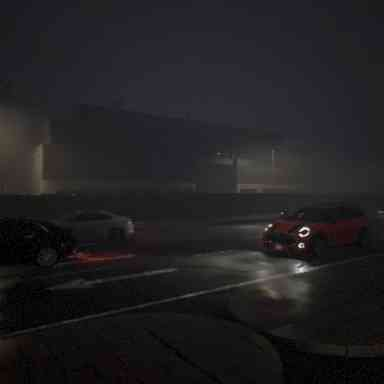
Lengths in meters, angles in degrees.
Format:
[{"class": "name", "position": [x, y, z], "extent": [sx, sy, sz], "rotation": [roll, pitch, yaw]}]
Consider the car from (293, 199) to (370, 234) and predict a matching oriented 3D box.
[{"class": "car", "position": [8.243, 1.335, 19.540], "extent": [4.553, 1.767, 2.097], "rotation": [0, 0, -35]}]

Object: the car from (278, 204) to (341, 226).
[{"class": "car", "position": [8.495, 1.578, 23.982], "extent": [4.718, 1.301, 1.895], "rotation": [0, 0, -35]}]

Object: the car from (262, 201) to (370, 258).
[{"class": "car", "position": [4.854, 1.339, 12.894], "extent": [4.553, 1.767, 2.097], "rotation": [0, 0, -35]}]

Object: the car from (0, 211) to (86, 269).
[{"class": "car", "position": [-5.876, 1.487, 9.611], "extent": [4.892, 1.490, 1.837], "rotation": [0, 0, -35]}]

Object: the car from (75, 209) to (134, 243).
[{"class": "car", "position": [-4.834, 1.503, 14.524], "extent": [4.674, 1.442, 1.812], "rotation": [0, 0, -35]}]
